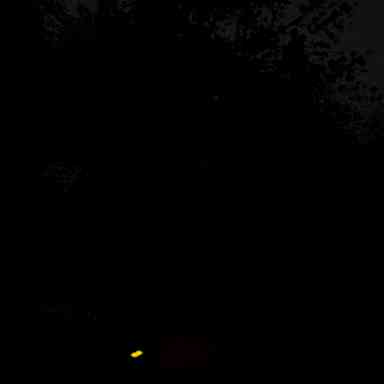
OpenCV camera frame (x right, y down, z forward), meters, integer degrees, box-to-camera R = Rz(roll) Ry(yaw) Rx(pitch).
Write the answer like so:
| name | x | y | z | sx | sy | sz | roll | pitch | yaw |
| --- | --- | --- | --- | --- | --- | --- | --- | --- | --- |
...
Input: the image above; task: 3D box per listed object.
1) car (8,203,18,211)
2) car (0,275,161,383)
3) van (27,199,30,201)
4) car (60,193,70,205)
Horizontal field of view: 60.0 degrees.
| name | x | y | z | sx | sy | sz | roll | pitch | yaw |
| --- | --- | --- | --- | --- | --- | --- | --- | --- | --- |
| car | -20.898 | 1.577 | 38.413 | 1.946 | 1.575 | 5.366 | -1 | 1 | -36 |
| car | -2.573 | 1.527 | 2.751 | 4.674 | 1.442 | 1.812 | 0 | 0 | -24 |
| van | -24.998 | 1.321 | 50.656 | 1.878 | 1.987 | 4.442 | -1 | 0 | -36 |
| car | -20.022 | 1.262 | 54.343 | 2.435 | 2.045 | 5.566 | 0 | 0 | -36 |
